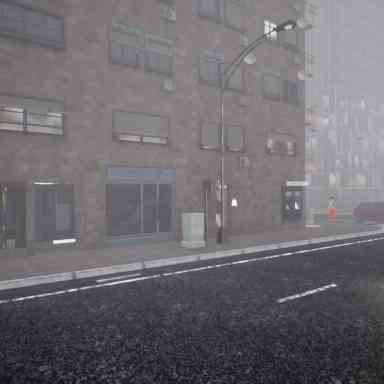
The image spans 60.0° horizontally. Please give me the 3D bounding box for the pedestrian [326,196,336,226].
[{"bbox_3d":[8.679,1.153,20.589,0.375,1.860,0.375,-1,0,-35],"label":"pedestrian"}]

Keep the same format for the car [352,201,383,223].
[{"bbox_3d":[14.774,1.537,25.497,2.097,1.767,4.553,-1,-1,-27],"label":"car"}]
